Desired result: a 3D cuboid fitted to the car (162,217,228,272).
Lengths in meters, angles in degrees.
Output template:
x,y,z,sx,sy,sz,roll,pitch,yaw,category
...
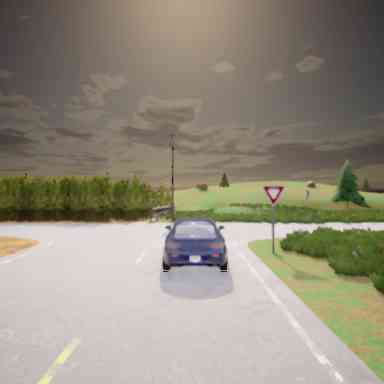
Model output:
x,y,z,sx,sy,sz,roll,pitch,yaw,category
0.092,1.519,10.694,1.812,1.442,4.674,0,0,0,car
